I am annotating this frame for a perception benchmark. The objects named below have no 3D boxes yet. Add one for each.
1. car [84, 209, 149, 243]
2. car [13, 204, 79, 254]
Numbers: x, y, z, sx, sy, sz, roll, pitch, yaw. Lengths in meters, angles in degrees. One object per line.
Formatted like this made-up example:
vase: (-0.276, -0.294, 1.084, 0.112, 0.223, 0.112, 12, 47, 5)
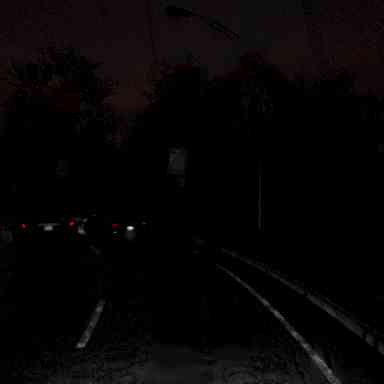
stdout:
car: (-3.653, 1.484, 15.734, 1.994, 1.385, 4.181, 0, 0, -31)
car: (-6.010, 1.273, 13.474, 2.097, 1.767, 4.553, 0, 0, -28)
